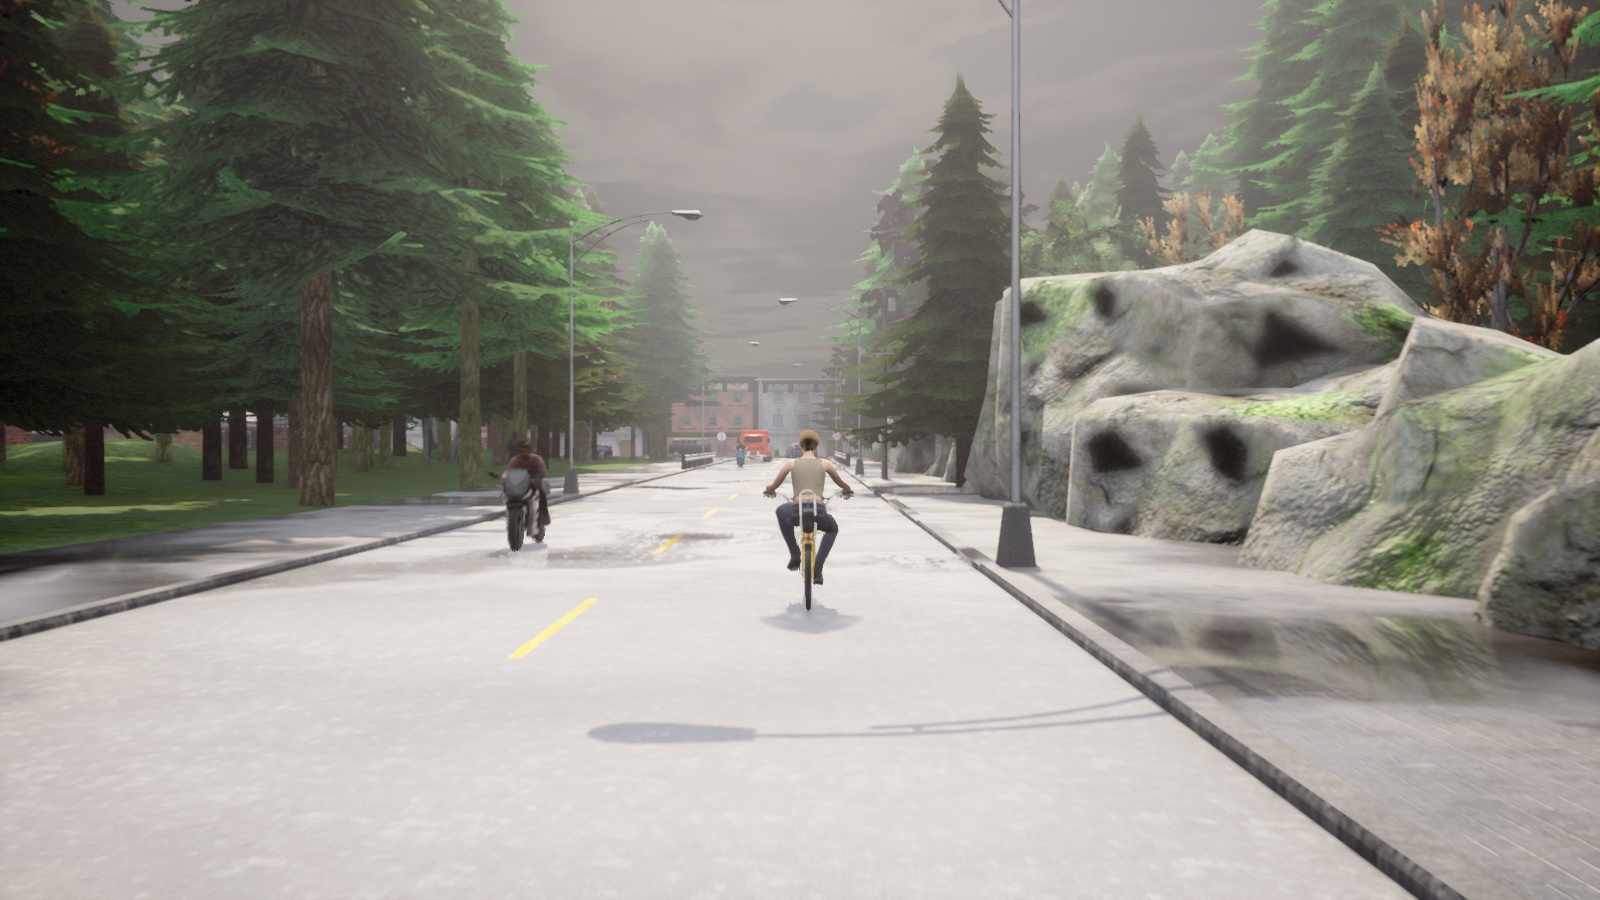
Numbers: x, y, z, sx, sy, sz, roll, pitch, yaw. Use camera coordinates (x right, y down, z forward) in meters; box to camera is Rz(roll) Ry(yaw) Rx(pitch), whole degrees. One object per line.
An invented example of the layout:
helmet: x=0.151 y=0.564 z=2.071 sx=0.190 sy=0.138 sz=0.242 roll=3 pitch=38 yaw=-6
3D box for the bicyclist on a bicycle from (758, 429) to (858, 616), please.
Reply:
bicyclist on a bicycle: x=0.077 y=0.618 z=11.574 sx=0.866 sy=1.612 sz=1.509 roll=0 pitch=0 yaw=1

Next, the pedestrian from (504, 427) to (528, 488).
pedestrian: x=-8.780 y=0.230 z=38.796 sx=0.563 sy=1.883 sz=0.849 roll=0 pitch=0 yaw=-2

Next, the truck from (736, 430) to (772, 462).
truck: x=-3.543 y=-0.290 z=97.627 sx=2.627 sy=2.467 sz=5.204 roll=0 pitch=0 yaw=0

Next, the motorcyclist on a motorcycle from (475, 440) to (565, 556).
motorcyclist on a motorcycle: x=-3.885 y=0.626 z=17.588 sx=0.797 sy=1.523 sz=2.044 roll=0 pitch=0 yaw=0
